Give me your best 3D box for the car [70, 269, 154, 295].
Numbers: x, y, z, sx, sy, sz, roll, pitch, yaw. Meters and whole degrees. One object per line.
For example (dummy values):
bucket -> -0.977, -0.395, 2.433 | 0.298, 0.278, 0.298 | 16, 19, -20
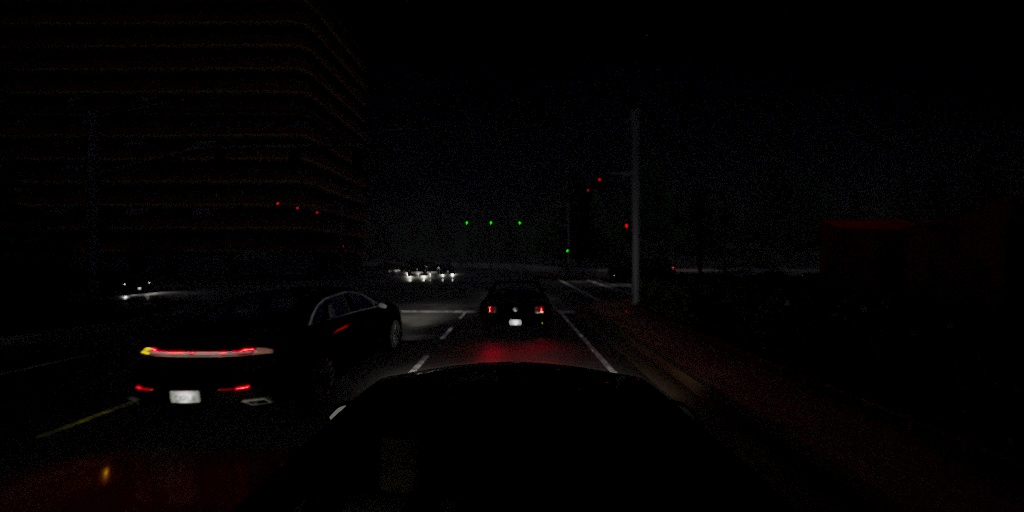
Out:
car -> -24.054, 1.475, 20.630 | 5.357, 1.411, 2.033 | 0, 0, 1

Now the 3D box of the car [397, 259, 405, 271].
car -> -15.310, 1.610, 53.430 | 1.812, 1.442, 4.674 | 0, 0, -30

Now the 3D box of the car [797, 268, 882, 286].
car -> 24.838, 1.572, 27.325 | 4.718, 1.301, 1.895 | 0, 0, 1

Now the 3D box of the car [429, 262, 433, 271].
car -> -12.838, 1.606, 56.083 | 1.837, 1.490, 4.892 | 0, 0, -32

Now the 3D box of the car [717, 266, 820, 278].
car -> 14.559, 1.451, 20.235 | 4.674, 1.442, 1.812 | 0, 0, 1

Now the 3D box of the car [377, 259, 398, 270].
car -> -21.364, 1.699, 61.291 | 4.181, 1.385, 1.994 | 0, -1, 43

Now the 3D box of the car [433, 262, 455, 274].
car -> -8.826, 1.593, 47.392 | 2.033, 1.411, 5.357 | 0, 0, -18

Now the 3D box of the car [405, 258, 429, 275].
car -> -11.752, 1.248, 44.454 | 2.150, 2.045, 5.566 | 0, 0, -14

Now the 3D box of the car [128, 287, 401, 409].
car -> -3.412, 1.272, 6.185 | 2.128, 1.511, 4.902 | 0, 0, 0

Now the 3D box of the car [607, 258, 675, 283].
car -> 11.117, 1.216, 30.987 | 5.566, 2.045, 2.150 | 0, 0, 1

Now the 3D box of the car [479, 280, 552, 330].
car -> 0.177, 1.413, 11.366 | 1.895, 1.301, 4.718 | 0, 0, 2

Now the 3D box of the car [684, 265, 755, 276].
car -> 15.671, 1.573, 27.420 | 4.718, 1.301, 1.895 | 0, 0, 1
